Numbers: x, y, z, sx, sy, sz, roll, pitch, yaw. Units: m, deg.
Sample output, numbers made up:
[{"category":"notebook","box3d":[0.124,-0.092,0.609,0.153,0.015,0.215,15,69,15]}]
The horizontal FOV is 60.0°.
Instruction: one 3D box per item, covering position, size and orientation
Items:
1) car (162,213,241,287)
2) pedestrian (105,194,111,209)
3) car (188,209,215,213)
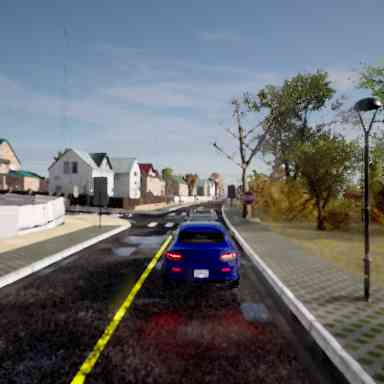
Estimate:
[{"category":"car","box3d":[0.248,1.529,9.217,1.812,1.442,4.674,0,0,1]},{"category":"pedestrian","box3d":[-8.662,0.818,33.772,0.375,1.860,0.375,0,-3,2]},{"category":"car","box3d":[0.582,1.622,19.555,1.895,1.301,4.718,0,0,2]}]
